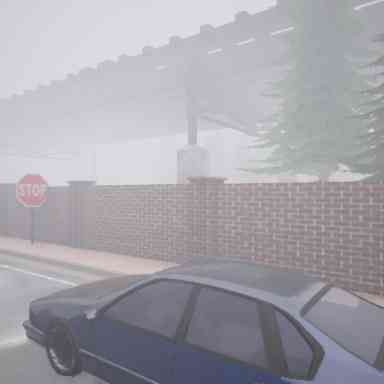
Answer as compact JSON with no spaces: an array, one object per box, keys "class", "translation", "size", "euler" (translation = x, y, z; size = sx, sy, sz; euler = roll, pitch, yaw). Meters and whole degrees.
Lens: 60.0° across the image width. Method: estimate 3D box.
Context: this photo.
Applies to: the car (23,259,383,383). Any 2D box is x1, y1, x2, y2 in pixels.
[{"class":"car","translation":[0.266,1.547,3.804],"size":[5.357,1.411,2.033],"euler":[0,0,36]}]
